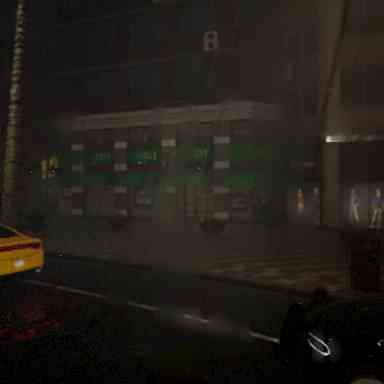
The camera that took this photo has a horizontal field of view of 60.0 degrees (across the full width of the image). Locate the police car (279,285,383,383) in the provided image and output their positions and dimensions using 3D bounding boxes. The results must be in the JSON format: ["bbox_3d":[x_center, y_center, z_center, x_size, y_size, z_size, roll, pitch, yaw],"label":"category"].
[{"bbox_3d":[3.352,1.450,2.677,5.238,1.638,1.930,0,0,39],"label":"police car"}]

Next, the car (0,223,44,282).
[{"bbox_3d":[-6.150,1.478,8.679,5.008,1.535,1.882,0,0,26],"label":"car"}]
